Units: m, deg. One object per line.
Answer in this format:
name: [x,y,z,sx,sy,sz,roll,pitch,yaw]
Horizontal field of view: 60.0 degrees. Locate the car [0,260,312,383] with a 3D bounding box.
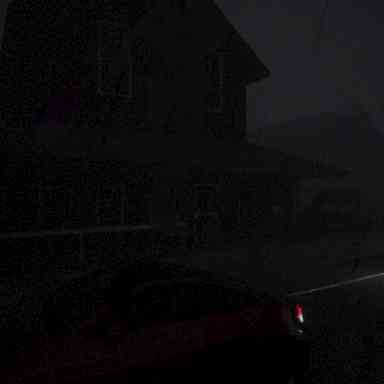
car: [-0.700,1.563,3.753,4.181,1.385,1.994,0,0,-27]
